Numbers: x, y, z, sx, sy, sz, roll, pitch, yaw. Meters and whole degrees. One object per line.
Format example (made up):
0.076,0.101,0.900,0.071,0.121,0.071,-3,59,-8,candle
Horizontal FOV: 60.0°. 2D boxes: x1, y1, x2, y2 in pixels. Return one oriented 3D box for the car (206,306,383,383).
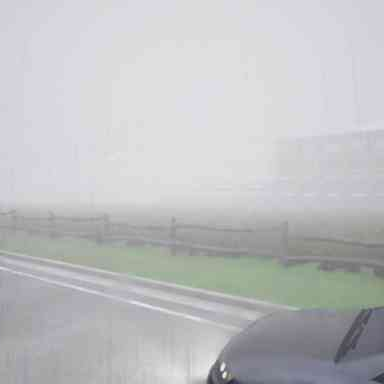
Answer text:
2.147,1.561,2.458,4.181,1.385,1.994,0,0,36,car
